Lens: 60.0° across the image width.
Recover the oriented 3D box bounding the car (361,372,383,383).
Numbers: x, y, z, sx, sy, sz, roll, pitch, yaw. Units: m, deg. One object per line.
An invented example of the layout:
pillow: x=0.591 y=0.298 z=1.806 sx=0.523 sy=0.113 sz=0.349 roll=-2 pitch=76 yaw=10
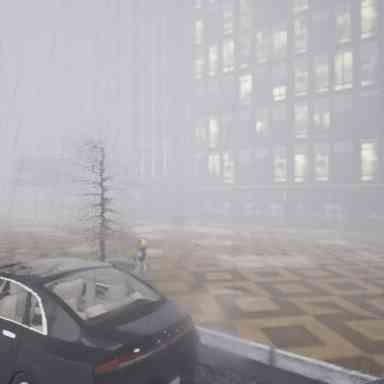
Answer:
car: x=2.521 y=1.441 z=1.081 sx=4.097 sy=1.590 sz=1.967 roll=0 pitch=0 yaw=36

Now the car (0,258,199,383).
car: x=-1.975 y=1.549 z=4.288 sx=4.403 sy=1.369 sz=2.008 roll=0 pitch=0 yaw=36
